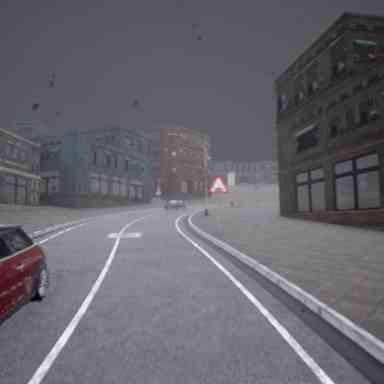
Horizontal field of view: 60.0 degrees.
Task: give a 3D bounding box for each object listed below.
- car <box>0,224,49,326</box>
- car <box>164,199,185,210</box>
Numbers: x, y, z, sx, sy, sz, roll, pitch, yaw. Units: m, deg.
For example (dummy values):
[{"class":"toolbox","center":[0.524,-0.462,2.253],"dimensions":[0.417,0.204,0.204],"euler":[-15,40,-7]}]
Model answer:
[{"class":"car","center":[-4.011,1.407,5.350],"dimensions":[2.097,1.767,4.553],"euler":[0,0,-6]},{"class":"car","center":[-2.539,1.829,49.407],"dimensions":[1.812,1.442,4.674],"euler":[-3,-1,21]}]
